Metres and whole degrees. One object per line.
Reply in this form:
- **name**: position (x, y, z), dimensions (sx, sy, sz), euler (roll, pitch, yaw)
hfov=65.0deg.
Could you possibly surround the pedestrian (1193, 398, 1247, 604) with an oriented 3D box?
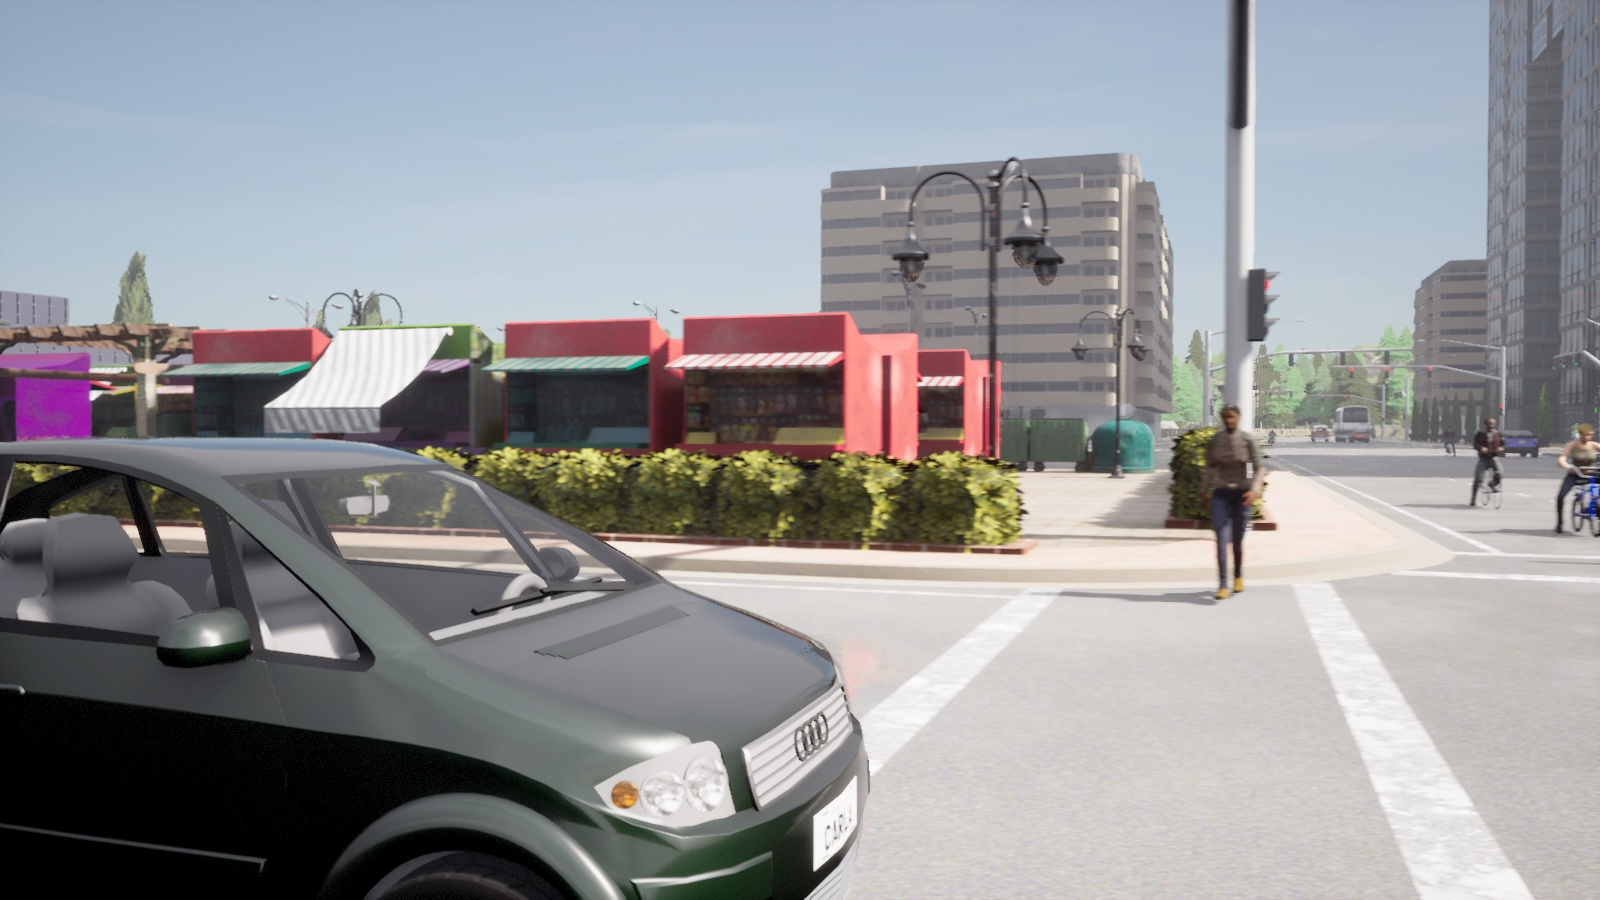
- **pedestrian**: position (3.842, 0.439, 11.474), dimensions (0.328, 1.805, 0.869), euler (1, 1, 26)

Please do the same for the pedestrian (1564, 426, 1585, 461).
- **pedestrian**: position (44.259, -0.382, 71.756), dimensions (0.659, 1.952, 0.873), euler (1, 1, 1)

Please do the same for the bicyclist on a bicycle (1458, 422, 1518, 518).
- **bicyclist on a bicycle**: position (13.257, 0.356, 24.239), dimensions (0.659, 1.776, 1.843), euler (1, 1, 18)

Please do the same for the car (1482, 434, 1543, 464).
- **car**: position (38.882, -0.088, 68.632), dimensions (2.007, 1.525, 4.514), euler (1, 1, 18)

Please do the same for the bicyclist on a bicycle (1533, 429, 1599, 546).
- **bicyclist on a bicycle**: position (11.242, 0.509, 18.088), dimensions (0.866, 1.612, 1.509), euler (1, 1, 18)

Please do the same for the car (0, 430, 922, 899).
- **car**: position (-1.651, 0.729, 3.772), dimensions (3.705, 1.549, 1.789), euler (1, 1, 18)
